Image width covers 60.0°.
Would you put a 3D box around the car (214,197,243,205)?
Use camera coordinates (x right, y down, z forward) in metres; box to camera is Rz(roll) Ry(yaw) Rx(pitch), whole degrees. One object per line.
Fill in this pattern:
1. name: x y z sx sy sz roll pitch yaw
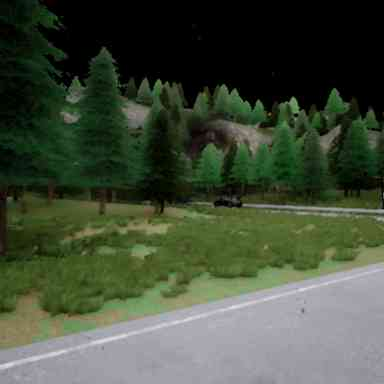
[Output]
1. car: 5.974 1.757 55.419 2.150 2.045 5.566 1 0 -35
